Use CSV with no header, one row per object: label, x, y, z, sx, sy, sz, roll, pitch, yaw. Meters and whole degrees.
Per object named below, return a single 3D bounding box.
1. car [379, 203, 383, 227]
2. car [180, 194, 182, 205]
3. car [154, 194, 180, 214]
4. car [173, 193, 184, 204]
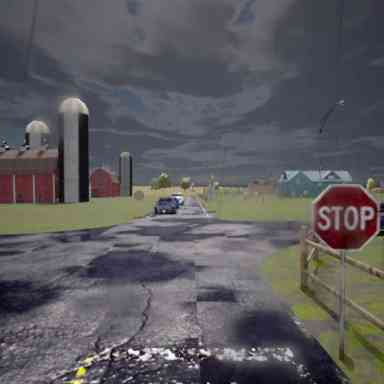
car,11.387,1.281,18.120,4.674,1.442,1.812,-1,1,-12
car,-2.706,1.456,45.246,1.882,1.535,5.008,0,0,1
car,-2.738,1.335,34.974,2.097,1.767,4.553,0,0,0
car,-2.648,1.198,57.914,2.150,2.045,5.566,0,0,1
